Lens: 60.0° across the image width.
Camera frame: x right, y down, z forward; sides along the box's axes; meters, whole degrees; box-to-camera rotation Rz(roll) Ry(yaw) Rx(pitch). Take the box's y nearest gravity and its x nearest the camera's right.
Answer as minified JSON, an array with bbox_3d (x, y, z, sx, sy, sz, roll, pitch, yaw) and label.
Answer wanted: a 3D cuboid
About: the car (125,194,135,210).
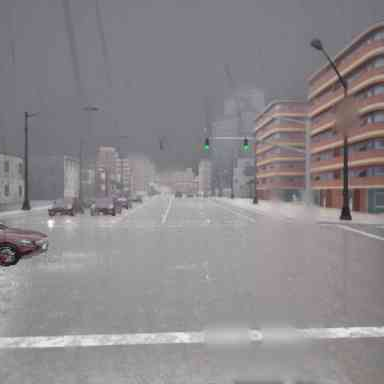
[{"bbox_3d":[-8.307,1.303,39.649,1.812,1.442,4.674,0,1,-3],"label":"car"}]

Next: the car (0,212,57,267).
[{"bbox_3d":[-7.114,1.508,10.643,4.674,1.442,1.812,0,0,-4],"label":"car"}]

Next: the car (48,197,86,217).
[{"bbox_3d":[-11.374,1.252,30.369,2.097,1.767,4.553,0,1,-3],"label":"car"}]

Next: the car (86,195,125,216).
[{"bbox_3d":[-7.891,1.246,30.782,2.097,1.767,4.553,0,1,-3],"label":"car"}]

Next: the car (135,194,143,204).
[{"bbox_3d":[-8.903,1.063,52.503,1.837,1.490,4.892,0,1,-3],"label":"car"}]

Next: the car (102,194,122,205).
[{"bbox_3d":[-12.366,1.120,51.549,2.033,1.411,5.357,0,1,-3],"label":"car"}]

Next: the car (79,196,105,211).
[{"bbox_3d":[-11.806,1.281,39.518,1.837,1.490,4.892,0,1,-3],"label":"car"}]
